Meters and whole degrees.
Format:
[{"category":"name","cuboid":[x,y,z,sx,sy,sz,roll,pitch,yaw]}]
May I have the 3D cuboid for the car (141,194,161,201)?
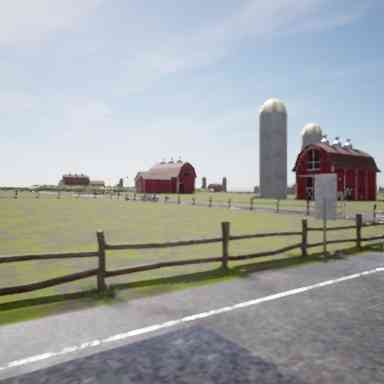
[{"category":"car","cuboid":[-7.597,1.042,62.048,1.895,1.301,4.718,0,1,-35]}]
